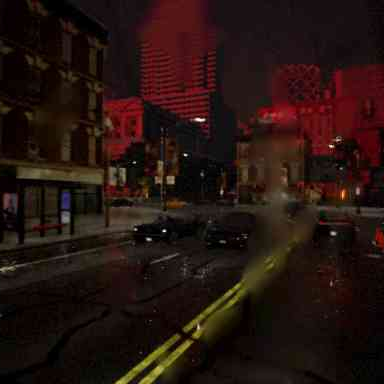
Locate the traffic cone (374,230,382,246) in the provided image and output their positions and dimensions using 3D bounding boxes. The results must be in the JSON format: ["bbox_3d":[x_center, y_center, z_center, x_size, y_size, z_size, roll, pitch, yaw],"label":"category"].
[{"bbox_3d":[8.590,2.132,15.072,0.340,0.580,0.340,0,-1,25],"label":"traffic cone"}]

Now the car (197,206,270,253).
[{"bbox_3d":[2.151,1.618,14.717,1.882,1.535,5.008,0,-1,24],"label":"car"}]

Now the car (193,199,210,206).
[{"bbox_3d":[2.120,2.115,67.157,4.674,1.452,2.002,0,-1,45],"label":"car"}]

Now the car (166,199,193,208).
[{"bbox_3d":[-2.612,1.961,57.018,1.882,1.535,5.008,1,-1,-40],"label":"car"}]

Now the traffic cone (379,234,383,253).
[{"bbox_3d":[7.749,2.111,13.258,0.340,0.580,0.340,0,-1,25],"label":"traffic cone"}]

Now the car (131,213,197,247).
[{"bbox_3d":[-0.936,1.738,16.228,1.895,1.301,4.718,0,-1,25],"label":"car"}]

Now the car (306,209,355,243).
[{"bbox_3d":[7.308,1.679,17.272,2.128,1.511,4.902,0,-1,22],"label":"car"}]

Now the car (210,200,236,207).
[{"bbox_3d":[6.019,2.174,62.957,1.895,1.301,4.718,1,-1,-35],"label":"car"}]

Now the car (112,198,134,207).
[{"bbox_3d":[-12.964,1.983,62.250,4.892,1.490,1.837,-1,-1,37],"label":"car"}]

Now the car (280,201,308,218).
[{"bbox_3d":[10.402,1.854,33.740,1.837,1.490,4.892,1,0,0],"label":"car"}]
